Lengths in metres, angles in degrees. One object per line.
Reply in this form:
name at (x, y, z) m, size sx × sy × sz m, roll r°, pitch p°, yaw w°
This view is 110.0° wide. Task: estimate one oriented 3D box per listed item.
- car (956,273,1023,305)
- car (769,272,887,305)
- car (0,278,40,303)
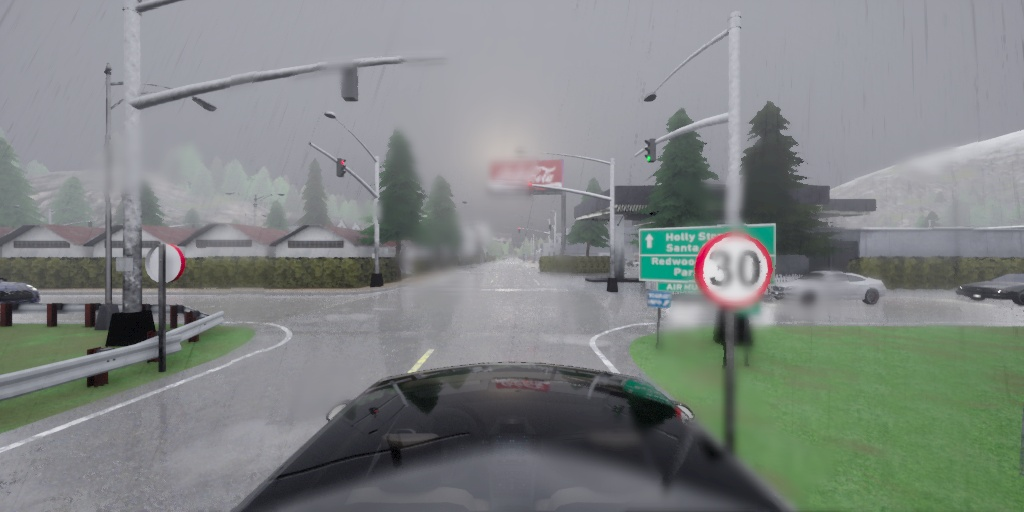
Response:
car at (24.512, 1.489, 16.807) m, size 5.357 × 1.411 × 2.033 m, roll 0°, pitch 0°, yaw 1°
car at (14.857, 1.467, 16.935) m, size 4.674 × 1.442 × 1.812 m, roll 0°, pitch 0°, yaw 0°
car at (-21.422, 1.293, 13.819) m, size 4.553 × 1.767 × 2.097 m, roll 0°, pitch 0°, yaw 1°
